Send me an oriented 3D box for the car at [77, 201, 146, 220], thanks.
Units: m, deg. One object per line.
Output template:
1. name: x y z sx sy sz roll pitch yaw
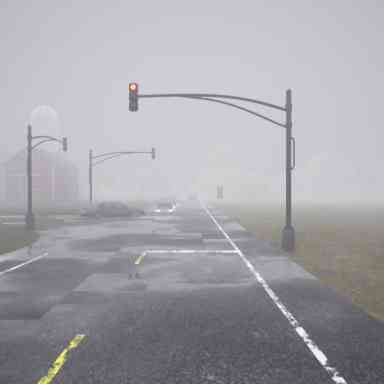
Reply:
1. car: -6.543 1.476 27.255 5.357 1.411 2.033 0 0 -30

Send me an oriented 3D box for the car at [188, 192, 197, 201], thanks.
1. car: 0.056 1.117 85.531 2.150 2.045 5.566 0 0 0

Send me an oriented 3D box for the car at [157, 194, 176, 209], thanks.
1. car: -3.572 1.444 45.088 1.882 1.535 5.008 0 0 0

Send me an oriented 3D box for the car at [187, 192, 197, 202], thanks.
1. car: 0.065 1.141 74.887 2.150 2.045 5.566 0 0 0

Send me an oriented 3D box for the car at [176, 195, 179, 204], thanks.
1. car: -3.559 1.516 54.982 1.994 1.385 4.181 0 0 0
